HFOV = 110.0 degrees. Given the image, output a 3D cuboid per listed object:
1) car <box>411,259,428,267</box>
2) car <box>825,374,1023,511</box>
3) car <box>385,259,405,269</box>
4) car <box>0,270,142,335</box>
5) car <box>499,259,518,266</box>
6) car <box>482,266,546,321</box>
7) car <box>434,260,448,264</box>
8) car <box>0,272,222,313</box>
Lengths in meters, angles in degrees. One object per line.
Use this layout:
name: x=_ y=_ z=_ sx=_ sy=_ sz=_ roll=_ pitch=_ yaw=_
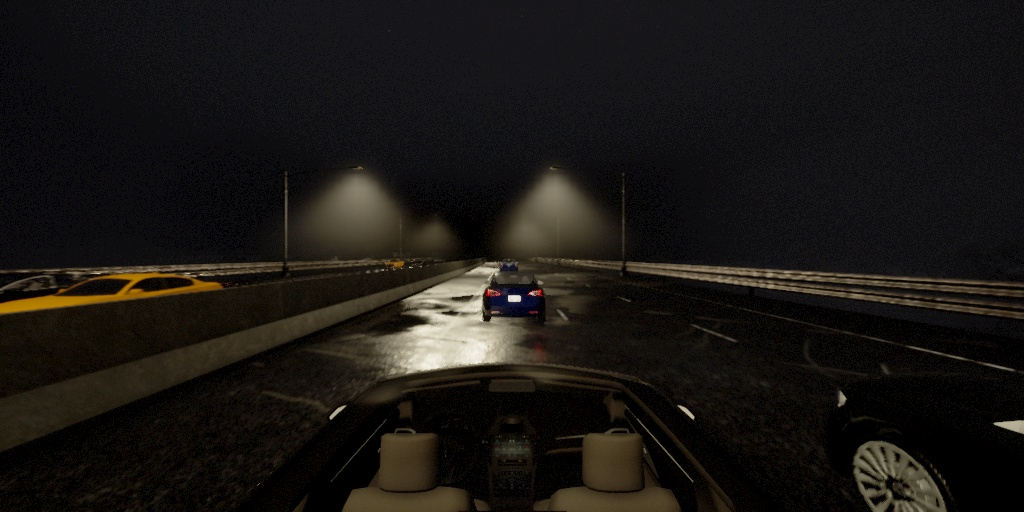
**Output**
car: x=-14.917 y=1.234 z=57.884 sx=2.128 sy=1.511 sz=4.902 roll=0 pitch=0 yaw=-2
car: x=3.593 y=1.240 z=1.045 sx=2.128 sy=1.511 sz=4.902 roll=0 pitch=0 yaw=0
car: x=-18.388 y=1.221 z=56.500 sx=1.882 sy=1.535 sz=5.008 roll=0 pitch=0 yaw=-1
car: x=-14.131 y=1.248 z=10.205 sx=2.128 sy=1.511 sz=4.902 roll=0 pitch=0 yaw=0
car: x=-0.379 y=1.099 z=41.900 sx=2.097 sy=1.767 sz=4.553 roll=0 pitch=0 yaw=-1
car: x=0.055 y=1.256 z=12.499 sx=2.163 sy=1.488 sz=4.792 roll=0 pitch=0 yaw=0
car: x=-11.419 y=1.340 z=58.078 sx=1.895 sy=1.301 sz=4.718 roll=0 pitch=0 yaw=-2
car: x=-10.629 y=1.233 z=9.915 sx=1.882 sy=1.535 sz=5.008 roll=0 pitch=0 yaw=0
